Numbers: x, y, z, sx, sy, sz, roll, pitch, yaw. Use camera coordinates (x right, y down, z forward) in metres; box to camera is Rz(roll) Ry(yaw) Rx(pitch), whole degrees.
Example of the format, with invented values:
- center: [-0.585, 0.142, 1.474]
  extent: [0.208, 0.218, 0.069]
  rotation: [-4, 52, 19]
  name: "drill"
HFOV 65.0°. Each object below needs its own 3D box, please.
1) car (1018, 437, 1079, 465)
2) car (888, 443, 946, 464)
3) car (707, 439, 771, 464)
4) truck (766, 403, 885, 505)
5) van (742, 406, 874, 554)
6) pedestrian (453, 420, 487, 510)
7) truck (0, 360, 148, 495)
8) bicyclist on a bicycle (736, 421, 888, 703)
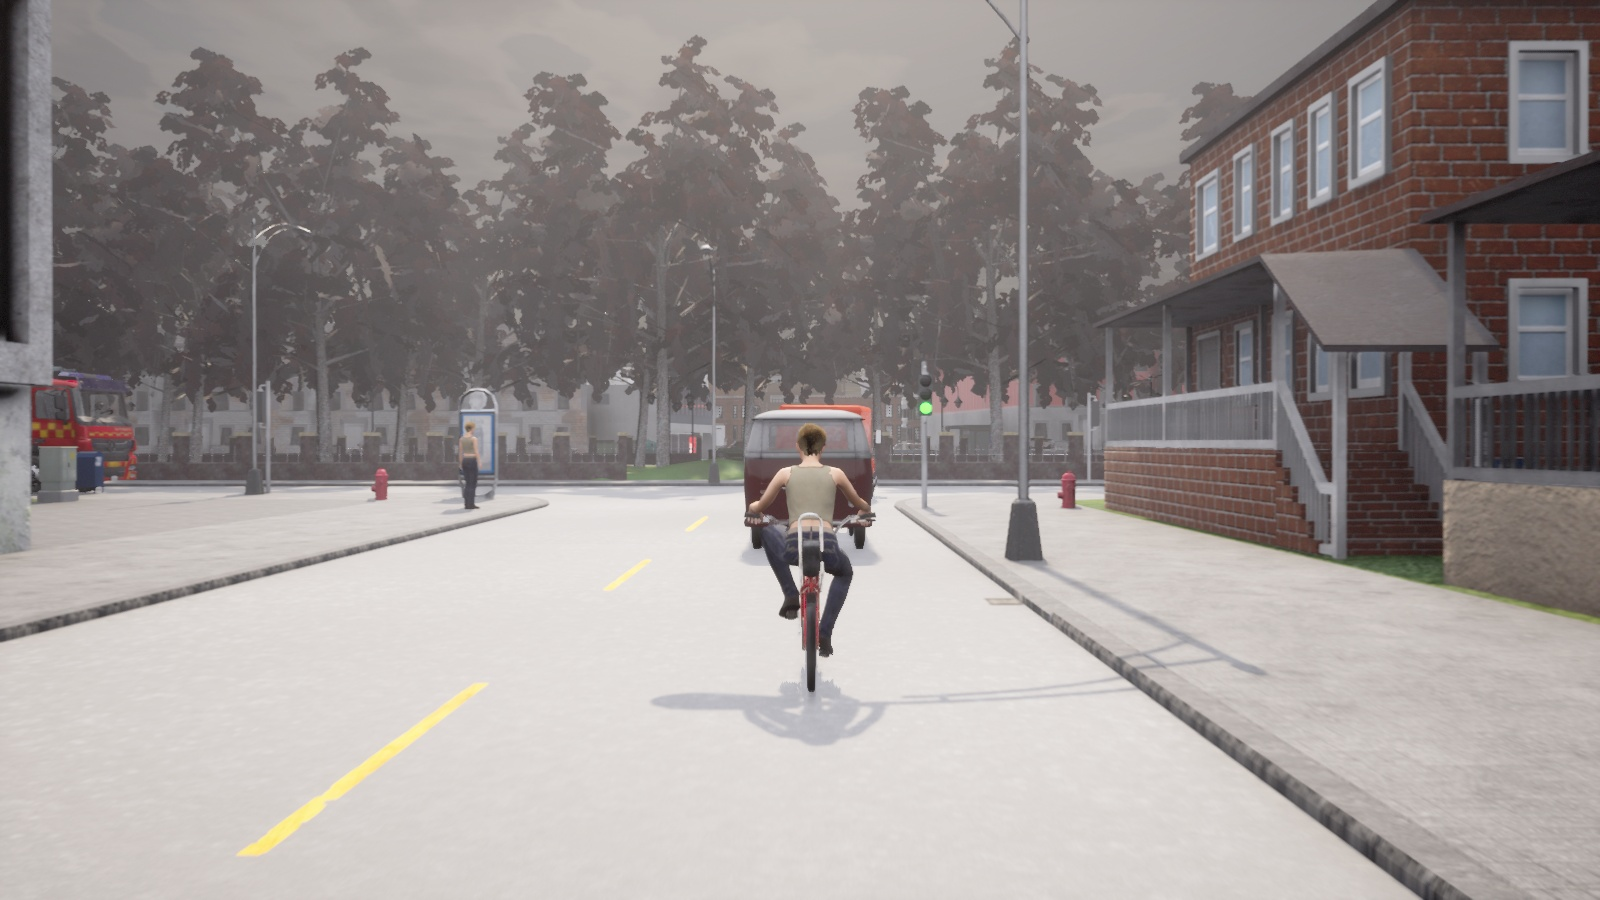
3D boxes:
- center: [17.032, 0.070, 86.201]
  extent: [3.866, 1.878, 1.905]
  rotation: [0, 0, 0]
  name: "car"
- center: [7.991, 0.232, 86.245]
  extent: [3.806, 1.475, 1.970]
  rotation: [0, 0, 1]
  name: "car"
- center: [-4.358, 0.092, 90.302]
  extent: [4.553, 1.767, 2.097]
  rotation: [0, 0, 0]
  name: "car"
- center: [0.791, 0.071, 33.554]
  extent: [2.627, 2.467, 5.204]
  rotation: [1, 0, 7]
  name: "truck"
- center: [0.122, 0.392, 19.113]
  extent: [1.775, 1.987, 4.442]
  rotation: [0, 0, 0]
  name: "van"
- center: [-6.859, 0.303, 26.107]
  extent: [0.345, 1.836, 0.594]
  rotation: [0, 0, 32]
  name: "pedestrian"
- center: [-24.240, -0.647, 37.100]
  extent: [8.468, 3.827, 2.891]
  rotation: [0, 0, 1]
  name: "truck"
- center: [0.065, 0.639, 7.923]
  extent: [0.866, 1.612, 1.509]
  rotation: [0, 0, 0]
  name: "bicyclist on a bicycle"
